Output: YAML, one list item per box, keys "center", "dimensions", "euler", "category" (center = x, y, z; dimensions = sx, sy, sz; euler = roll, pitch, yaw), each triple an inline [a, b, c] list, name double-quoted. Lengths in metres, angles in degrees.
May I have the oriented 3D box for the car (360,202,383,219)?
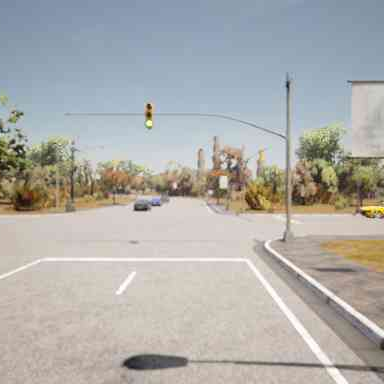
- center: [18.355, 1.646, 31.091]
  dimensions: [5.008, 1.535, 1.882]
  euler: [0, 0, -3]
  category: "car"

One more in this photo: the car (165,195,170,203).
- center: [-6.097, 1.537, 74.176]
  dimensions: [2.097, 1.767, 4.553]
  euler: [0, 1, 0]
  category: "car"

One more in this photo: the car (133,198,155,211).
- center: [-6.550, 1.719, 44.263]
  dimensions: [1.882, 1.535, 5.008]
  euler: [0, 0, 1]
  category: "car"

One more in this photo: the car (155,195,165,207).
- center: [-6.357, 1.766, 58.206]
  dimensions: [1.882, 1.535, 5.008]
  euler: [0, 0, 1]
  category: "car"
